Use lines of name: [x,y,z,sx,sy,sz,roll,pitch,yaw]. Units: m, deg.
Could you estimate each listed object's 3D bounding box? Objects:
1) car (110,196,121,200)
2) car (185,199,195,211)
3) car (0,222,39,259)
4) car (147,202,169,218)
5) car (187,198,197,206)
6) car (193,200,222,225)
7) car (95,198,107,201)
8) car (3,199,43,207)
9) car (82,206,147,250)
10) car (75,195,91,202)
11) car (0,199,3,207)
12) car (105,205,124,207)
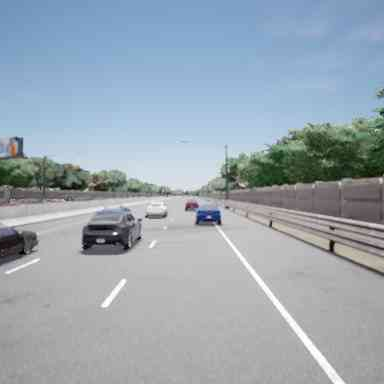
car: [-17.529,1.807,76.994,2.097,1.767,4.553,0,-1,0]
car: [0.023,1.797,47.188,1.882,1.535,5.008,0,0,0]
car: [-6.899,1.607,10.528,2.033,1.411,5.357,0,0,0]
car: [-3.412,1.736,32.957,1.812,1.442,4.674,0,0,0]
car: [-0.025,2.006,65.370,1.812,1.442,4.674,0,-1,0]
car: [1.215,1.639,25.900,1.882,1.535,5.008,0,0,0]
car: [-21.029,1.991,76.961,2.033,1.411,5.357,0,-1,0]
car: [-17.563,1.580,35.543,2.097,1.767,4.553,0,0,1]
car: [-3.405,1.592,14.821,1.837,1.490,4.892,0,0,0]
car: [-24.528,1.747,75.139,2.150,2.045,5.566,0,-1,0]
car: [-21.063,1.579,35.542,2.097,1.767,4.553,0,0,1]
car: [-6.911,1.791,30.259,1.895,1.301,4.718,0,0,0]
